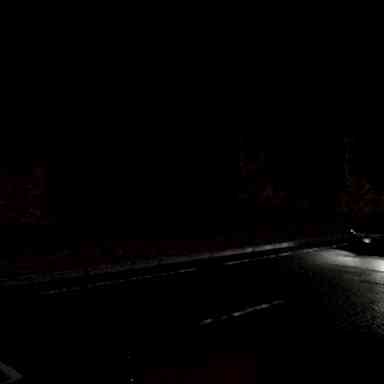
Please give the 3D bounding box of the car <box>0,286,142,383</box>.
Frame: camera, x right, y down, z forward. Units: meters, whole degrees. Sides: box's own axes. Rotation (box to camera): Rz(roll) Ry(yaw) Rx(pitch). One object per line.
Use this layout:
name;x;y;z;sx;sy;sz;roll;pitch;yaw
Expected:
car;-2.703;1.488;1.901;4.892;1.490;1.837;0;0;-34

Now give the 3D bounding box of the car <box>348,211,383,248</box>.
car;8.164;1.466;13.281;4.674;1.442;1.812;0;0;-35
